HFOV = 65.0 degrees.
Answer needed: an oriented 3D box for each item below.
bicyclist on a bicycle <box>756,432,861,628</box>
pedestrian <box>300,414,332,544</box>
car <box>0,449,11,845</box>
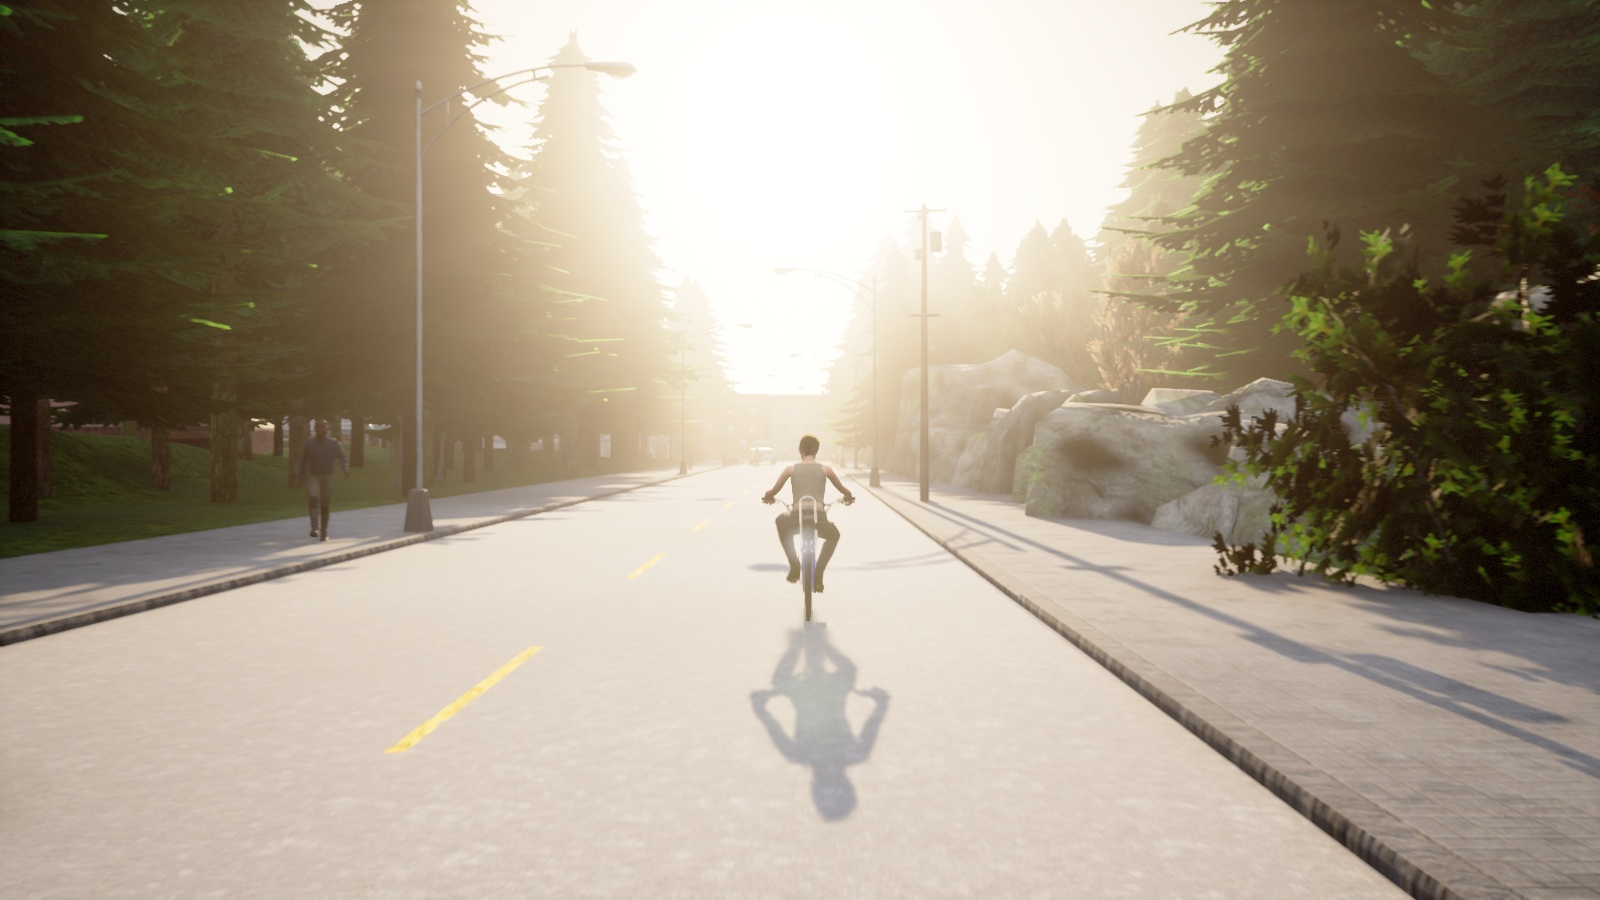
[{"bbox_3d":[0.075,0.660,11.121,0.866,1.612,1.509,0,0,1],"label":"bicyclist on a bicycle"},{"bbox_3d":[-7.013,0.412,18.214,0.370,1.835,0.726,0,0,-16],"label":"pedestrian"},{"bbox_3d":[-3.968,0.751,3.016,1.845,1.501,3.633,0,0,0],"label":"car"}]
